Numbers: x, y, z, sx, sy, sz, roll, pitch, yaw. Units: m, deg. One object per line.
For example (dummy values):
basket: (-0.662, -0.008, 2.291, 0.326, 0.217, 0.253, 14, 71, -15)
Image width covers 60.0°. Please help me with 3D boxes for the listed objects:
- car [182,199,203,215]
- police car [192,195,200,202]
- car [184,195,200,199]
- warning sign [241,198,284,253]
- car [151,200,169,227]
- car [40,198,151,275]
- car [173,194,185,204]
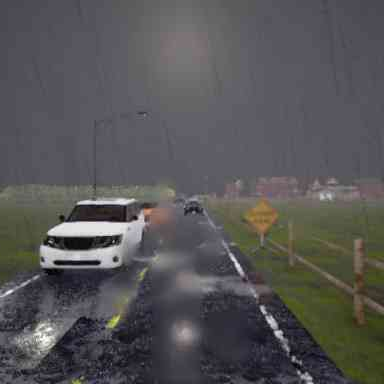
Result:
car: (0.190, 1.674, 34.325, 1.895, 1.301, 4.718, 0, 0, 0)
police car: (1.070, 1.744, 86.905, 1.930, 1.638, 5.238, 0, 0, 0)
car: (0.230, 1.591, 47.348, 1.882, 1.535, 5.008, 0, 0, 0)
warning sign: (2.474, 1.135, 11.794, 1.300, 1.860, 1.060, 0, 0, 0)
car: (-2.765, 1.390, 23.214, 2.097, 1.767, 4.553, 0, 0, 1)
car: (-2.828, 1.232, 10.861, 2.150, 2.045, 5.566, 0, 0, 0)
car: (-2.562, 1.468, 67.883, 2.150, 2.045, 5.566, 0, 0, 0)
